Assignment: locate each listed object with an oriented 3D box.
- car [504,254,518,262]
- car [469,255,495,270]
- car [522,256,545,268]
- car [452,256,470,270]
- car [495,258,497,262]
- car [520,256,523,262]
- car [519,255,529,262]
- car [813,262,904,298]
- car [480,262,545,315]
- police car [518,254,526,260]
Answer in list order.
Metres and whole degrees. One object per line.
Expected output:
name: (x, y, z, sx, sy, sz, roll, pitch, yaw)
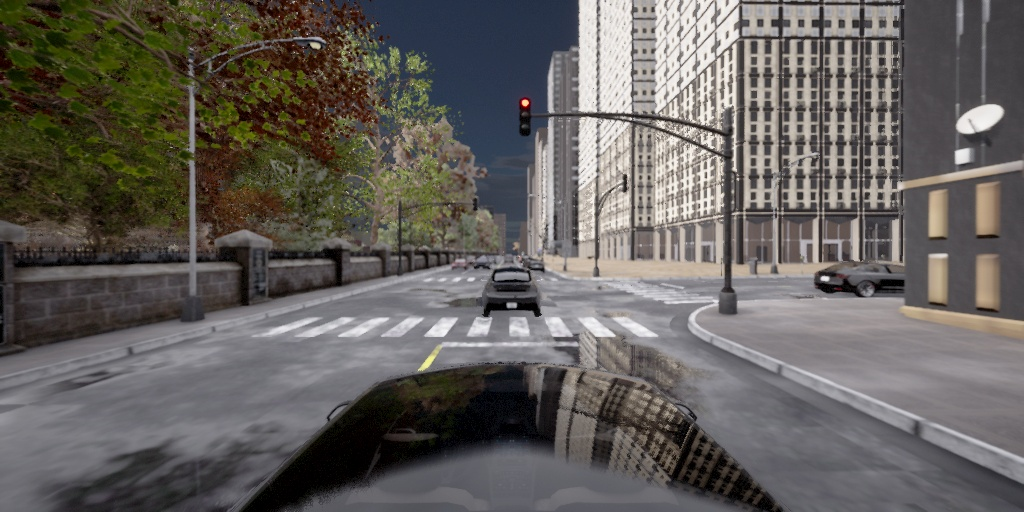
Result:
car: (-0.557, 0.673, 64.887, 2.128, 1.511, 4.902, 0, 0, -1)
car: (-3.453, 0.921, 42.554, 2.033, 1.411, 5.357, 0, 1, 0)
car: (2.381, 0.991, 36.834, 1.948, 1.339, 4.313, 0, 0, -1)
car: (-6.048, 0.957, 42.392, 1.802, 1.307, 4.207, 0, 0, -1)
car: (-3.564, 0.713, 60.156, 2.128, 1.511, 4.902, 0, 0, 0)
car: (2.332, 0.940, 42.466, 1.948, 1.339, 4.313, 0, 0, -1)
car: (2.282, 0.891, 48.099, 1.948, 1.339, 4.313, 0, 0, -1)
car: (14.577, 0.905, 14.357, 4.313, 1.339, 1.948, 0, 0, -1)
car: (-0.014, 1.151, 12.898, 1.837, 1.490, 4.892, 0, 1, 0)
police car: (2.575, 0.603, 65.251, 1.930, 1.638, 5.238, 0, 0, -1)
